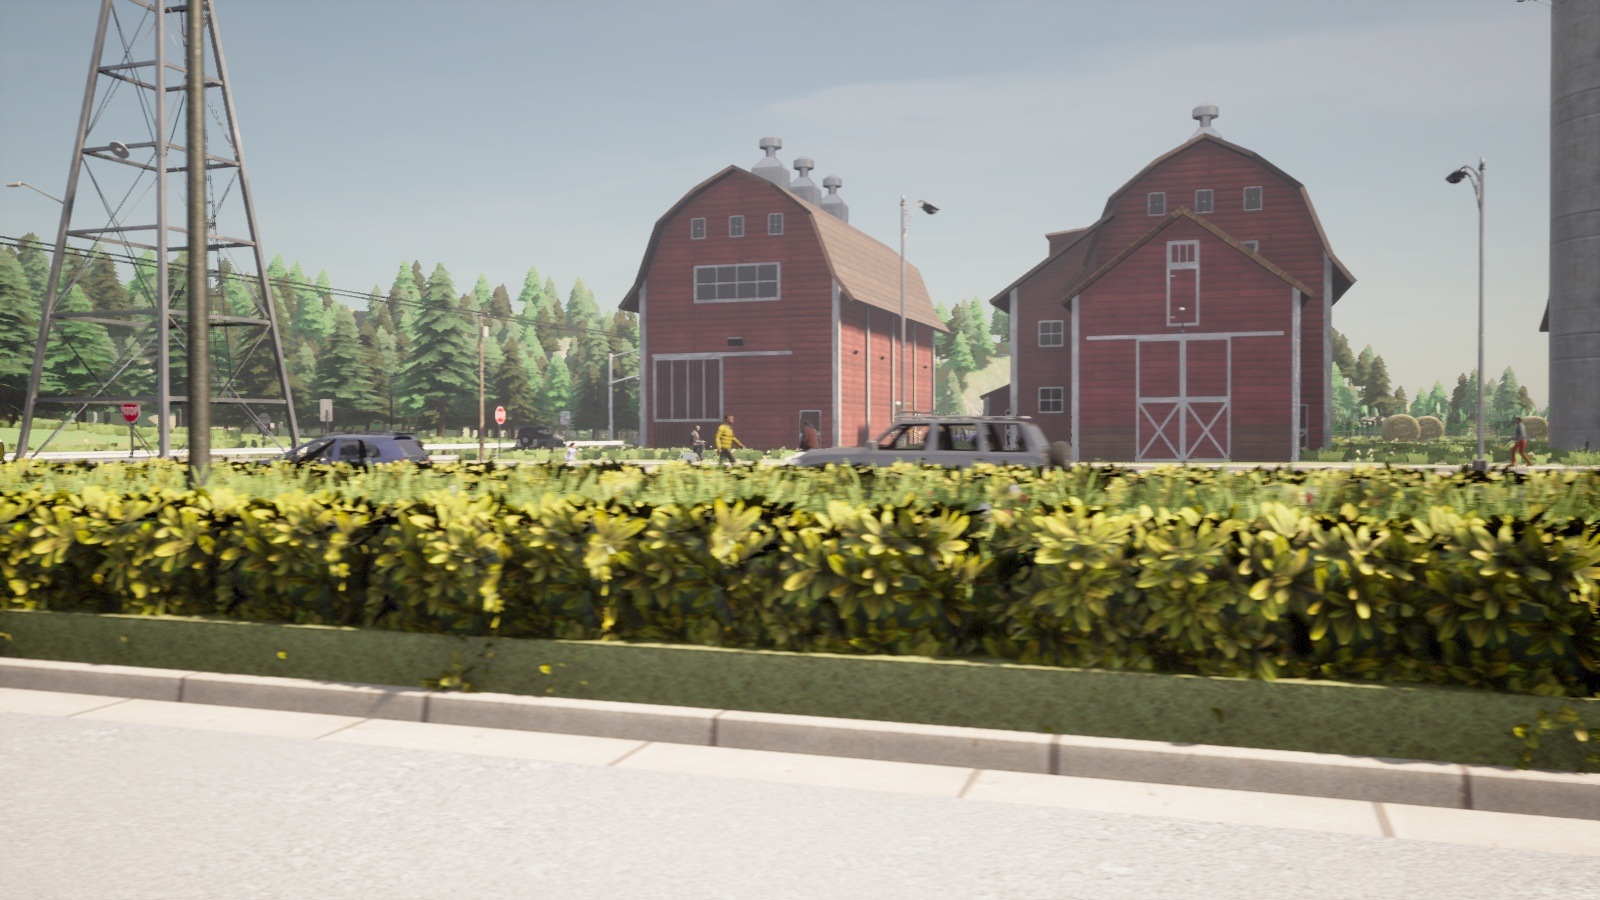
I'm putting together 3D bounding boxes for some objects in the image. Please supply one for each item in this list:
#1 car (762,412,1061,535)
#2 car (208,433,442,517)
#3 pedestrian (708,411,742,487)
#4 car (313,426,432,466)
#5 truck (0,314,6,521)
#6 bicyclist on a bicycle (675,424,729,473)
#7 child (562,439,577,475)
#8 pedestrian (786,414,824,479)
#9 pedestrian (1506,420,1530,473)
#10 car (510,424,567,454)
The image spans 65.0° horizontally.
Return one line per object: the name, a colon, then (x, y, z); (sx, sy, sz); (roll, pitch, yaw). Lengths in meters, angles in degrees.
car: (1.868, 0.318, 20.795); (4.605, 1.855, 1.932); (1, 1, 18)
car: (-8.787, 0.431, 23.423); (3.633, 1.501, 1.845); (0, 1, 3)
pedestrian: (-1.835, -0.019, 30.751); (0.709, 1.840, 0.431); (0, 1, 16)
car: (-18.742, -0.195, 55.036); (4.856, 1.649, 2.033); (1, 1, 25)
truck: (-17.098, -0.526, 19.130); (2.891, 3.462, 7.936); (1, 1, 41)
bicyclist on a bicycle: (-3.604, -0.055, 46.094); (1.843, 1.776, 0.659); (0, 1, 18)
child: (-7.116, 0.215, 38.727); (0.394, 1.110, 0.255); (1, 1, 24)
pedestrian: (0.150, -0.097, 36.163); (0.899, 1.844, 0.634); (1, 1, 25)
pedestrian: (25.217, -0.130, 44.113); (0.614, 1.847, 0.353); (0, 1, 13)
car: (-16.760, -0.733, 80.678); (1.905, 1.878, 3.866); (1, 1, 19)
